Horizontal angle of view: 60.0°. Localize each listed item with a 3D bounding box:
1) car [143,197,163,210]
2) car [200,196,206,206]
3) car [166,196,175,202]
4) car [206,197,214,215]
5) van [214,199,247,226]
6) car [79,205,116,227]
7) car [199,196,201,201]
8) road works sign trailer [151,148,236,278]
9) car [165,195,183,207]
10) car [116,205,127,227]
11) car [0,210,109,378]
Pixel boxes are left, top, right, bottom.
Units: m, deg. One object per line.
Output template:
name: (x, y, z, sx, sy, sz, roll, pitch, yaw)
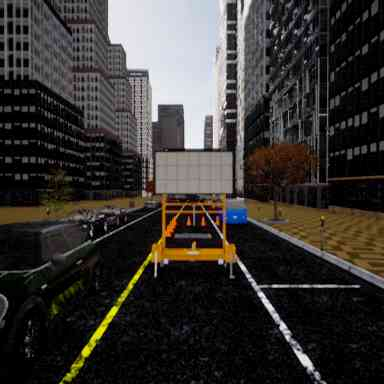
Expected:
car: (-5.583, 1.637, 45.518, 2.008, 1.369, 4.403, -1, 0, 0)
car: (2.826, 1.639, 56.918, 1.752, 1.417, 4.829, -1, 0, 0)
car: (-5.481, 1.734, 84.893, 1.887, 1.381, 4.507, -1, 0, 0)
car: (2.765, 1.502, 34.247, 1.967, 1.590, 4.097, -1, 0, 0)
van: (2.734, 1.380, 22.998, 1.690, 1.788, 3.998, -1, 0, 0)
car: (-5.656, 1.579, 17.394, 2.008, 1.369, 4.403, -1, 0, 0)
car: (2.856, 1.708, 67.996, 1.947, 1.339, 4.313, -1, 0, 0)
road works sign trailer: (0.064, 0.480, 10.174, 2.380, 3.560, 2.880, 0, 0, 1)
car: (-2.866, 1.583, 52.995, 1.882, 1.535, 5.008, 0, 0, 0)
car: (-5.642, 1.589, 23.019, 2.008, 1.369, 4.403, -1, 0, 0)
car: (-3.085, 1.360, 5.652, 2.097, 1.767, 4.553, 0, 0, 0)
